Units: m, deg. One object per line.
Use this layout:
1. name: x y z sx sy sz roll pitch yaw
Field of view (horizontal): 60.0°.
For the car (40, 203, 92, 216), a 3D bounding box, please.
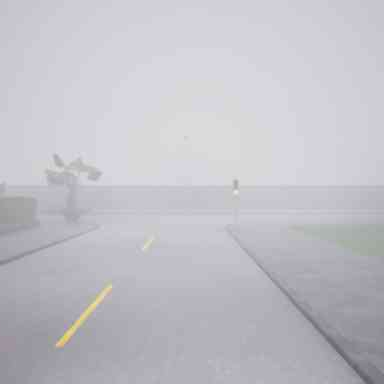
1. car: -12.567 1.759 33.272 4.718 1.301 1.895 0 0 4
